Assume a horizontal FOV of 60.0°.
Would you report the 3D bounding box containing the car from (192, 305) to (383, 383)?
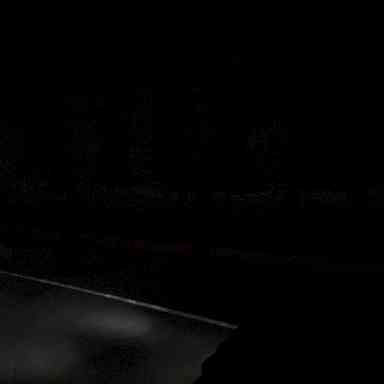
[{"bbox_3d":[2.330,1.595,2.193,4.718,1.301,1.895,0,0,36],"label":"car"}]
